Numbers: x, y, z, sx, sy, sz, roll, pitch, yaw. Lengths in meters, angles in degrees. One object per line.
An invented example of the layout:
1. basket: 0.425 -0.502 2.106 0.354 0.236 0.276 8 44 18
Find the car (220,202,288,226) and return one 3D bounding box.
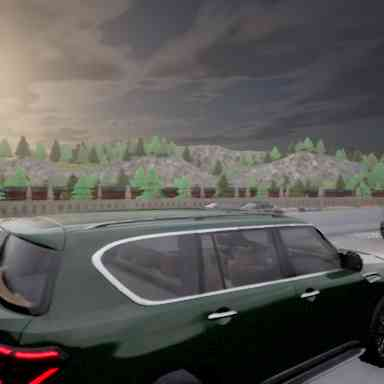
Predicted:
1. car: 4.514 1.507 24.058 4.892 1.490 1.837 0 0 -32

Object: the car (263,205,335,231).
1. car: 6.970 1.602 21.512 4.718 1.301 1.895 0 0 -32

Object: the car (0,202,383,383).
1. car: 0.488 1.222 4.095 5.566 2.045 2.150 0 0 -35

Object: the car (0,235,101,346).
1. car: -4.051 1.601 5.157 4.718 1.301 1.895 0 0 -35

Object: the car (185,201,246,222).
1. car: 1.906 1.528 26.539 4.674 1.442 1.812 0 0 -32
